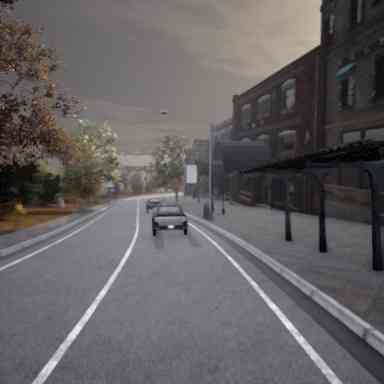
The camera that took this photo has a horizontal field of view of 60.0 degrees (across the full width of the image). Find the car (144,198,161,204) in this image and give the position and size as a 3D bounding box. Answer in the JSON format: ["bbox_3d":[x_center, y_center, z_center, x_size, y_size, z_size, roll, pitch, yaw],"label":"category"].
[{"bbox_3d":[-4.410,1.497,38.734,1.837,1.490,4.892,-1,0,-9],"label":"car"}]

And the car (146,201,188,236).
[{"bbox_3d":[-1.323,1.468,18.560,2.128,1.511,4.902,-1,0,-7],"label":"car"}]
